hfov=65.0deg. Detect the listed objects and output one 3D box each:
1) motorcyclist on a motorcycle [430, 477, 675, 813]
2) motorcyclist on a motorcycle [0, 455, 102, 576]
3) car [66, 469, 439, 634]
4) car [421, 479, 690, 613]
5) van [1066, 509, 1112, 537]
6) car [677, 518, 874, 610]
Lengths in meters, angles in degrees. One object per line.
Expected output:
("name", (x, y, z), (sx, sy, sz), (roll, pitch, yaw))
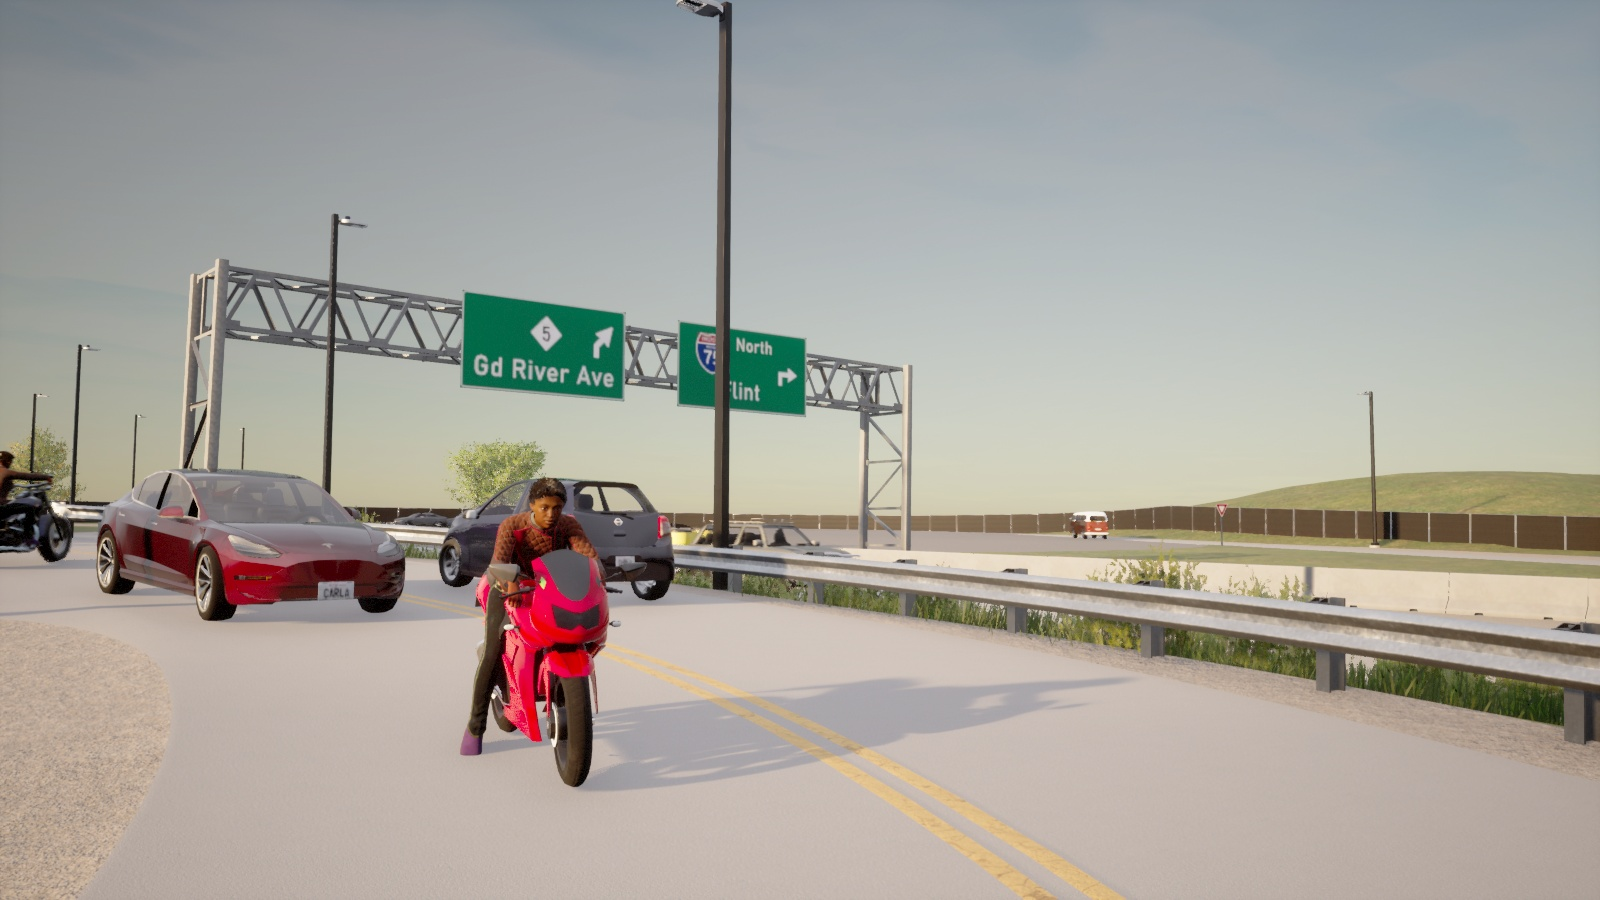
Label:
("motorcyclist on a motorcycle", (-1.418, 0.918, 6.837), (0.797, 1.523, 2.044), (1, -1, -26))
("motorcyclist on a motorcycle", (-11.157, 0.923, 17.925), (0.766, 1.649, 2.350), (0, -3, 8))
("car", (-6.269, 1.006, 14.076), (4.792, 1.488, 2.163), (0, -2, 45))
("car", (-3.264, 1.167, 16.325), (1.845, 1.501, 3.633), (3, -3, -40))
("van", (21.649, 5.456, 94.105), (2.069, 2.038, 4.480), (0, -3, -5))
("car", (-0.637, 2.487, 28.323), (1.932, 1.855, 4.605), (3, -4, -40))
